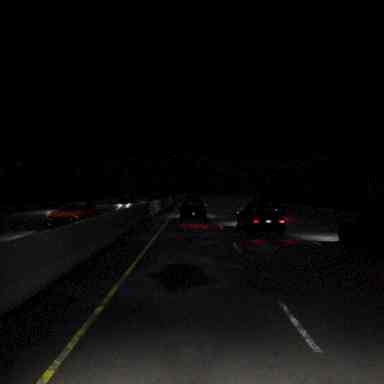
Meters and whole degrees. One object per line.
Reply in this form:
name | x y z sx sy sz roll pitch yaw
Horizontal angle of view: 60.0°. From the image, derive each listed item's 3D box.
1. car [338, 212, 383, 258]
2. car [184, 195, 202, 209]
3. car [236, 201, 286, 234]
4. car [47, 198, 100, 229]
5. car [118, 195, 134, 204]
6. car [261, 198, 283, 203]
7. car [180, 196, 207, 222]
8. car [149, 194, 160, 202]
car | 7.101 1.442 12.152 1.812 1.442 4.674 0 0 0
car | 0.107 1.208 41.530 2.128 1.511 4.902 0 0 0
car | 3.603 1.422 18.160 2.033 1.411 5.357 0 0 0
car | -7.097 1.338 20.367 1.882 1.535 5.008 0 0 0
car | -10.554 1.159 53.730 1.812 1.442 4.674 0 0 0
car | 7.104 1.284 30.310 2.128 1.511 4.902 0 0 0
car | 0.103 1.308 24.784 1.882 1.535 5.008 0 0 0
car | -7.004 1.140 62.966 1.994 1.385 4.181 0 0 0
